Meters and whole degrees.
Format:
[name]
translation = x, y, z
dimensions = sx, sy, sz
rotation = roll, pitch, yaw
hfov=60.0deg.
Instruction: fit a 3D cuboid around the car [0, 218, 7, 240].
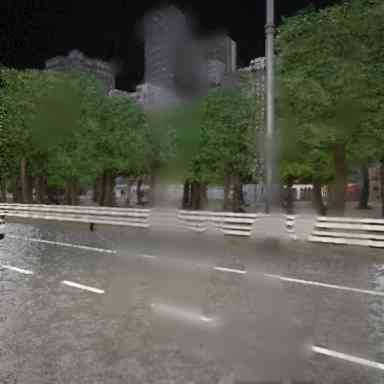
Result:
[car]
translation = -10.475, 1.521, 15.645
dimensions = 4.674, 1.442, 1.812
rotation = 0, 0, 36
